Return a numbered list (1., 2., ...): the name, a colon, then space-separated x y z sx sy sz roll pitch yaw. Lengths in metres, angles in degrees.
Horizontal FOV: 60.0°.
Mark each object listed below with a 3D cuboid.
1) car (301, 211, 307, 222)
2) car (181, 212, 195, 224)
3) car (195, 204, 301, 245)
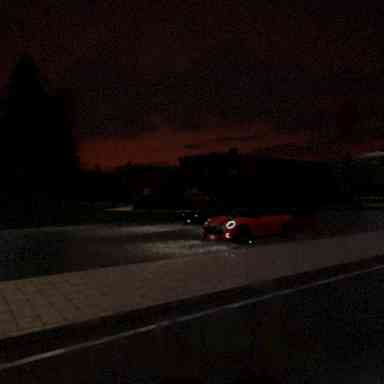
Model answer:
1. car: 5.212 1.581 21.717 5.357 1.411 2.033 0 0 -35
2. car: 1.597 1.631 23.457 4.718 1.301 1.895 0 0 -35
3. car: 2.713 1.374 15.697 4.553 1.767 2.097 0 0 -35
